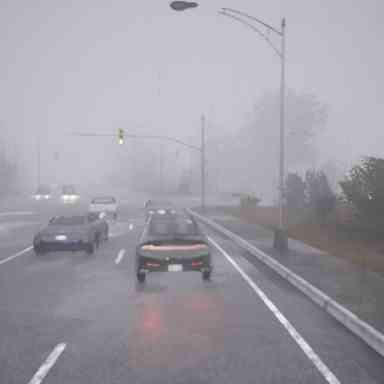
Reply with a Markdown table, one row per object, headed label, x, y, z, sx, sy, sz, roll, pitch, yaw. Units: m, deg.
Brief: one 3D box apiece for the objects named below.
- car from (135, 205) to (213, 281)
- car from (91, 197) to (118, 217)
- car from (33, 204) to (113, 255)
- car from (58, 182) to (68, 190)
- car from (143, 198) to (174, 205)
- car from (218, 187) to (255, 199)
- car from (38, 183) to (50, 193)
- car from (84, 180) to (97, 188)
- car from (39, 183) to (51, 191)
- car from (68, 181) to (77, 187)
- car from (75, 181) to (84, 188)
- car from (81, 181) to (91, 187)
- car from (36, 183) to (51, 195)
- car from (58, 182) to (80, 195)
| label | x | y | z | sx | sy | sz | roll | pitch | yaw |
| --- | --- | --- | --- | --- | --- | --- | --- | --- | --- |
| car | -0.570 | 1.389 | 9.643 | 2.128 | 1.511 | 4.902 | 0 | 1 | -5 |
| car | -6.348 | 1.008 | 24.203 | 1.895 | 1.301 | 4.718 | -1 | 3 | -11 |
| car | -4.421 | 1.399 | 12.700 | 1.994 | 1.385 | 4.181 | 0 | 1 | -6 |
| car | -27.061 | -1.228 | 69.709 | 1.837 | 1.490 | 4.892 | -1 | 3 | -24 |
| car | -2.081 | 1.086 | 21.240 | 2.033 | 1.411 | 5.357 | 0 | 2 | -9 |
| car | 5.749 | 0.165 | 42.998 | 4.902 | 1.511 | 2.128 | 1 | 2 | -21 |
| car | -25.802 | -0.701 | 58.233 | 1.837 | 1.490 | 4.892 | -1 | 3 | -23 |
| car | -24.633 | -2.027 | 81.381 | 2.150 | 2.045 | 5.566 | -1 | 3 | -24 |
| car | -30.013 | -1.112 | 67.741 | 2.128 | 1.511 | 4.902 | -1 | 3 | -24 |
| car | -32.060 | -2.201 | 89.430 | 1.882 | 1.535 | 5.008 | -1 | 3 | -24 |
| car | -27.814 | -1.706 | 79.934 | 1.882 | 1.535 | 5.008 | -1 | 3 | -24 |
| car | -28.860 | -2.205 | 90.848 | 2.033 | 1.411 | 5.357 | -1 | 3 | -24 |
| car | -22.347 | -0.255 | 50.038 | 1.994 | 1.385 | 4.181 | -1 | 3 | -22 |
| car | -19.250 | -0.400 | 51.566 | 2.128 | 1.511 | 4.902 | -1 | 3 | -26 |
